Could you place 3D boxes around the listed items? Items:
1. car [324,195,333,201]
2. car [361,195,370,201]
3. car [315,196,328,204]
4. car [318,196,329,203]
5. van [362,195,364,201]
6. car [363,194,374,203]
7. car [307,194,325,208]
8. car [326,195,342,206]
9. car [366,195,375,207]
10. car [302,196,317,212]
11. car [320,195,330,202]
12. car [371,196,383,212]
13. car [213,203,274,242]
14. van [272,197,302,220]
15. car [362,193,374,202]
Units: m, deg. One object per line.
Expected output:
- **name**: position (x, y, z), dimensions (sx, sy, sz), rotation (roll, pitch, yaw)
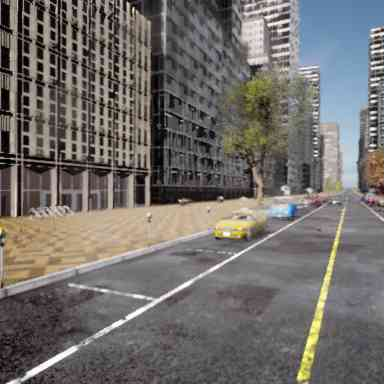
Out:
- **car**: position (34.052, 1.421, 83.024), dimensions (1.947, 1.339, 4.313), rotation (0, 0, 25)
- **car**: position (44.050, 1.505, 84.568), dimensions (1.802, 1.307, 4.206), rotation (0, 0, 25)
- **car**: position (24.367, 1.426, 62.525), dimensions (1.887, 1.381, 4.507), rotation (0, 0, 25)
- **car**: position (26.788, 1.441, 67.650), dimensions (1.947, 1.339, 4.313), rotation (0, 0, 25)
- **van**: position (34.366, 1.291, 64.068), dimensions (1.690, 1.788, 3.998), rotation (0, 0, 25)
- **car**: position (31.943, 1.501, 58.944), dimensions (1.887, 1.381, 4.507), rotation (0, 0, 25)
- **car**: position (17.104, 1.215, 47.150), dimensions (2.192, 1.841, 5.009), rotation (0, 0, 25)
- **car**: position (22.429, 1.408, 52.120), dimensions (2.128, 1.511, 4.902), rotation (1, 0, 25)
- **car**: position (27.101, 1.514, 48.695), dimensions (1.887, 1.381, 4.507), rotation (0, 0, 25)
- **car**: position (12.260, 1.462, 36.901), dimensions (2.008, 1.369, 4.403), rotation (0, 0, 25)
- **car**: position (29.137, 1.394, 72.621), dimensions (1.752, 1.417, 4.829), rotation (0, 0, 25)
- **car**: position (22.258, 1.532, 38.445), dimensions (2.008, 1.369, 4.403), rotation (0, 0, 25)
- **car**: position (2.503, 1.462, 16.248), dimensions (1.752, 1.417, 4.829), rotation (0, 0, 25)
- **van**: position (7.419, 1.265, 26.651), dimensions (1.690, 1.788, 3.998), rotation (0, 0, 25)
- **car**: position (39.209, 1.252, 74.318), dimensions (2.192, 1.841, 5.009), rotation (0, 0, 25)
